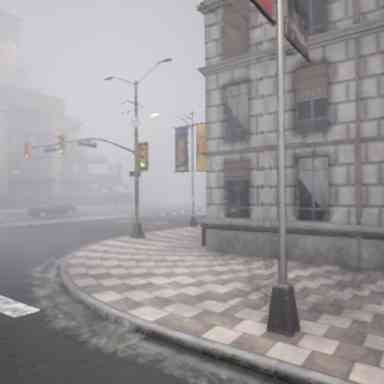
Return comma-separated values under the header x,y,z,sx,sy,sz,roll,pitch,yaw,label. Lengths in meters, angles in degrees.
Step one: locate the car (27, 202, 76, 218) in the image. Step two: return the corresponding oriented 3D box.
x,y,z,sx,sy,sz,roll,pitch,yaw,label
-14.808,1.829,35.323,1.882,1.535,5.008,-1,0,36,car
